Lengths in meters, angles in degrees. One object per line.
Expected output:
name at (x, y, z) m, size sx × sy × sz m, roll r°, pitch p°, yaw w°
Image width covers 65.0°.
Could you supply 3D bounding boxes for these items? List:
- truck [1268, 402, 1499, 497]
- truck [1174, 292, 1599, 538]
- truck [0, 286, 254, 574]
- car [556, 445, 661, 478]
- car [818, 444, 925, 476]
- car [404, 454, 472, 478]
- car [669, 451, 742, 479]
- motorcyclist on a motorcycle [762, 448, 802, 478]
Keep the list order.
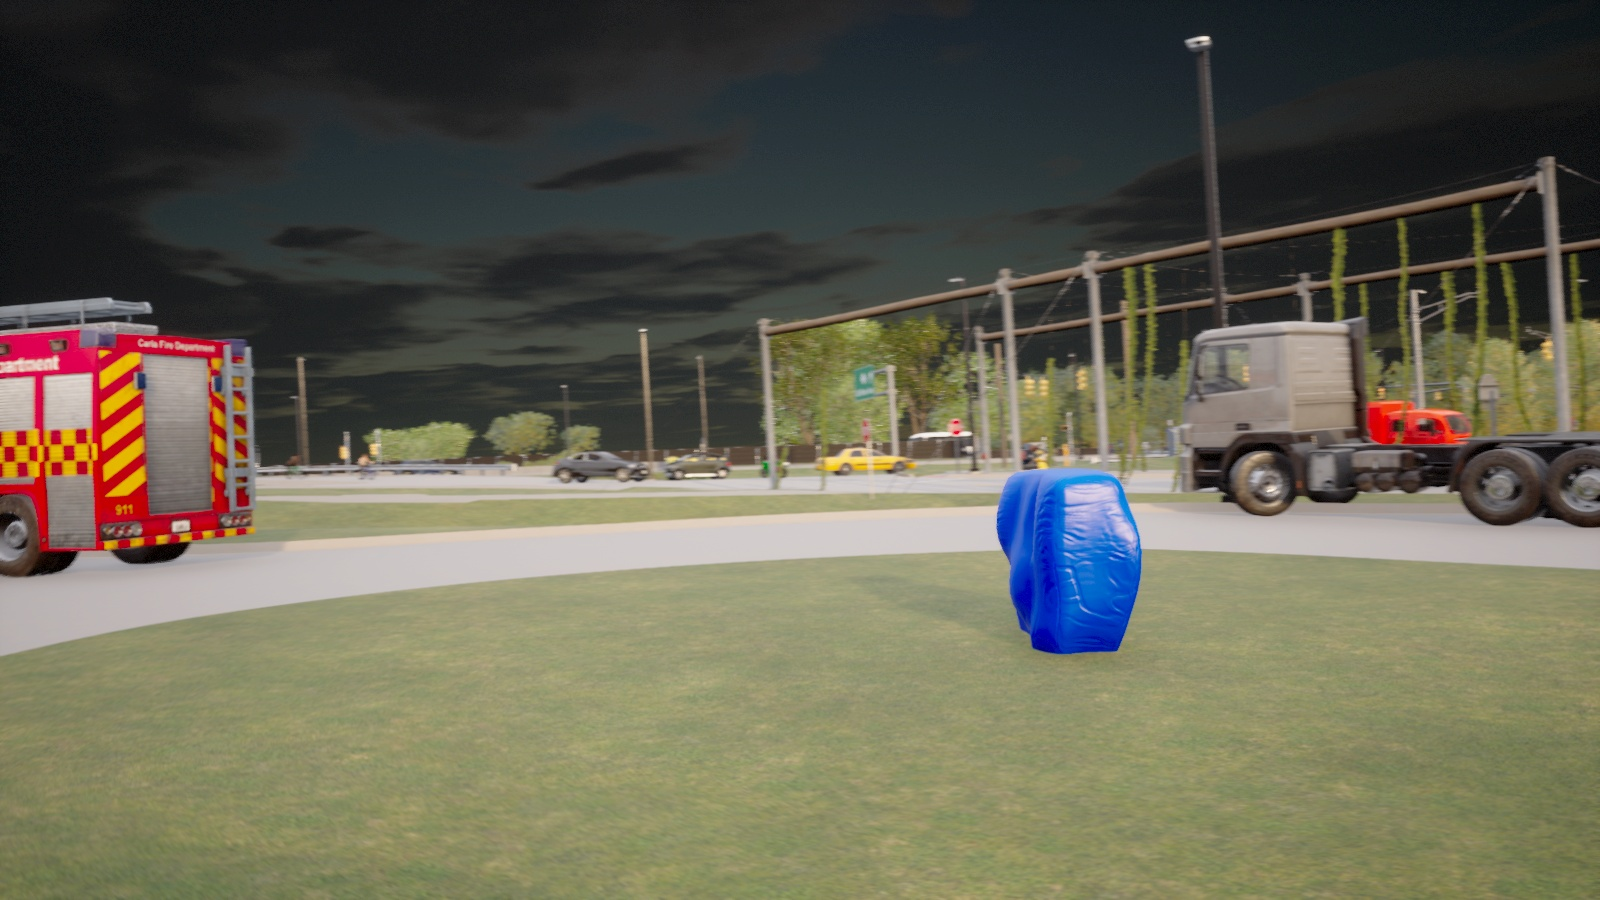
truck at (16.353, 0.001, 35.418) m, size 2.627 × 2.467 × 5.204 m, roll -2°, pitch 1°, yaw -40°
truck at (10.494, -0.552, 20.749) m, size 2.891 × 3.462 × 7.936 m, roll -3°, pitch 2°, yaw -40°
truck at (-12.965, -0.198, 19.492) m, size 8.468 × 3.827 × 2.891 m, roll -1°, pitch 0°, yaw 20°
car at (-10.019, 0.628, 65.772) m, size 5.027 × 1.651 × 2.152 m, roll -1°, pitch -1°, yaw 17°
car at (3.792, 0.546, 66.828) m, size 5.366 × 1.575 × 1.801 m, roll -1°, pitch -1°, yaw -12°
car at (-27.290, 1.229, 94.877) m, size 4.856 × 1.649 × 2.033 m, roll -1°, pitch -1°, yaw -14°
car at (-5.349, 0.853, 70.989) m, size 3.705 × 1.549 × 1.789 m, roll -1°, pitch -1°, yaw -20°
motorcyclist on a motorcycle at (-0.924, 0.665, 64.116) m, size 0.797 × 1.523 × 2.044 m, roll -1°, pitch 1°, yaw -44°
